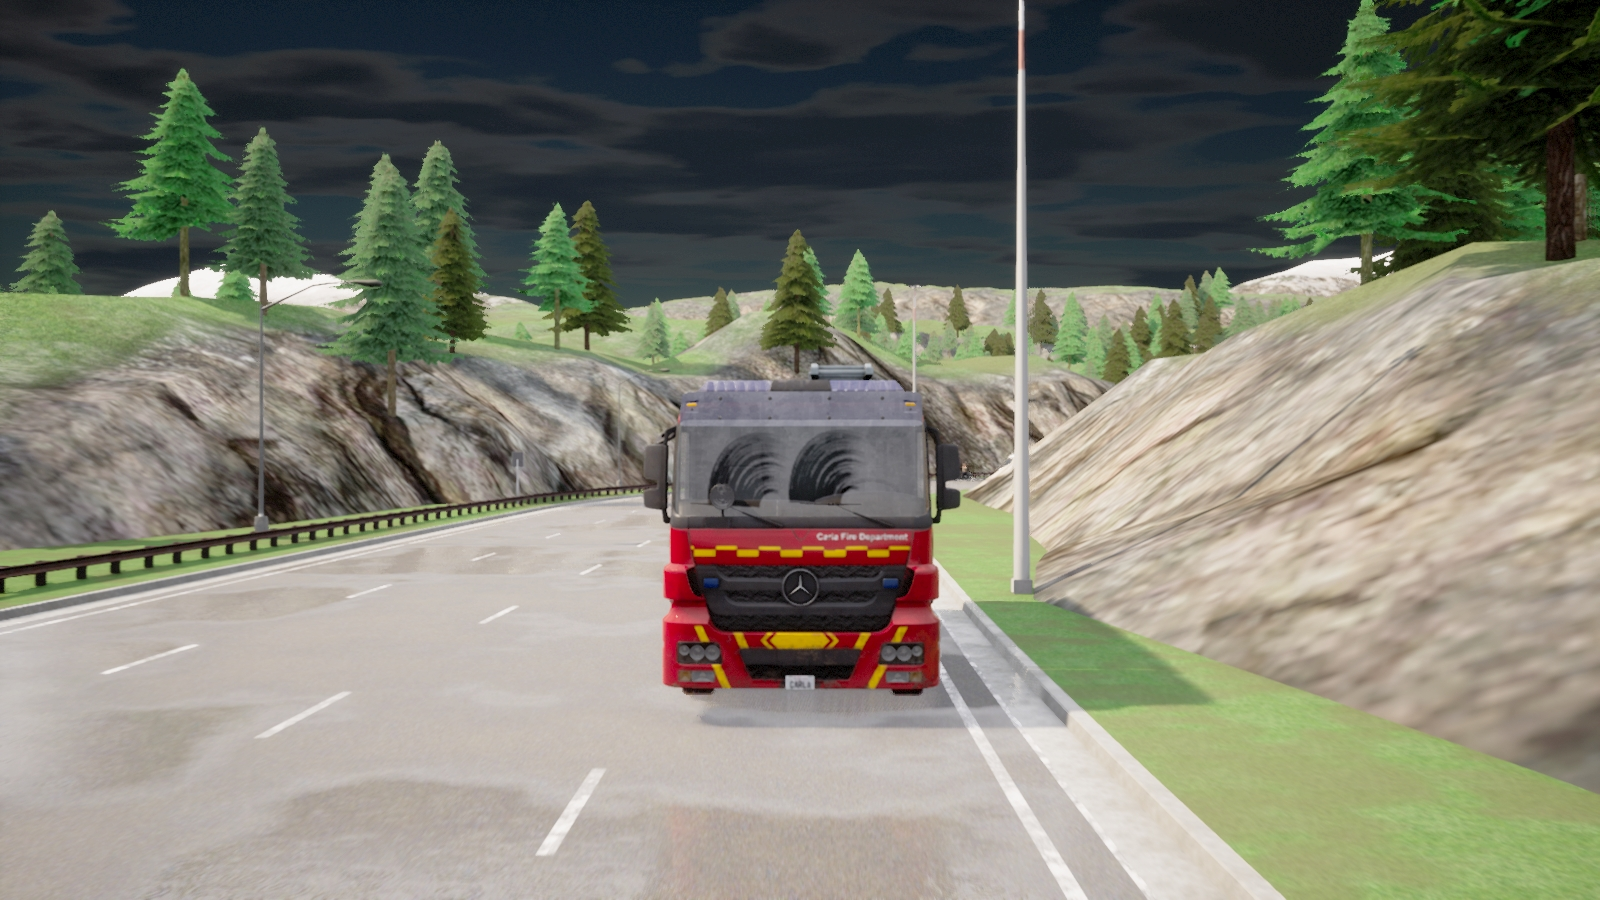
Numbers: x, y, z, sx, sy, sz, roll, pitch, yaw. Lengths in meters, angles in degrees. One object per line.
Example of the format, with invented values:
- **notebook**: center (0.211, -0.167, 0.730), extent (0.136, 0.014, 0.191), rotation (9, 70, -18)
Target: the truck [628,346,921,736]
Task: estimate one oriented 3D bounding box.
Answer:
- **truck**: center (-0.168, 0.886, 15.479), extent (2.891, 3.827, 8.468), rotation (0, 0, 1)
